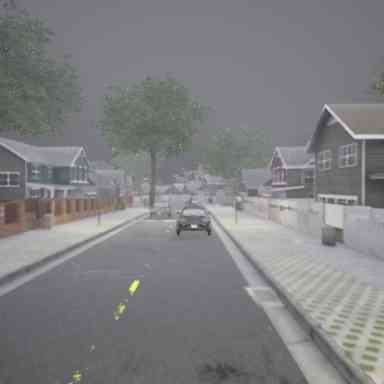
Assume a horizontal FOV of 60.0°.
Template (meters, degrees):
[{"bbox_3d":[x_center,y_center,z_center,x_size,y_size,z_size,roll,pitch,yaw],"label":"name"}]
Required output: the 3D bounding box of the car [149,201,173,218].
[{"bbox_3d":[-2.754,1.555,30.433,1.812,1.442,4.674,0,0,0],"label":"car"}]

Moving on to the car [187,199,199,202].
[{"bbox_3d":[0.094,1.576,38.699,1.812,1.442,4.674,0,0,0],"label":"car"}]

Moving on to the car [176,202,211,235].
[{"bbox_3d":[0.098,1.533,18.763,1.812,1.442,4.674,0,0,0],"label":"car"}]
